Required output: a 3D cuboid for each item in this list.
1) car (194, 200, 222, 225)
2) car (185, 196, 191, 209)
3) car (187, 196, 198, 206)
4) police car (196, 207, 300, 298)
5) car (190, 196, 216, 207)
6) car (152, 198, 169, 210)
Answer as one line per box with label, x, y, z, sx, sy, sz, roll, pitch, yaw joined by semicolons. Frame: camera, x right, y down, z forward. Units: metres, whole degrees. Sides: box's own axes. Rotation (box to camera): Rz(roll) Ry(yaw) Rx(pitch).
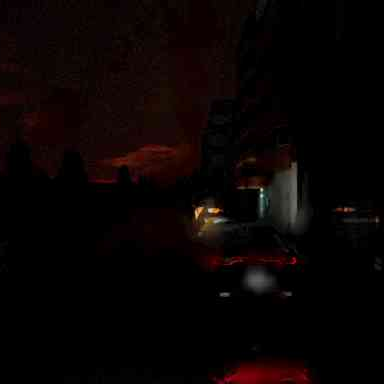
car;1.211;1.452;18.731;1.801;1.575;5.366;0;0;0
car;0.051;1.482;44.485;2.128;1.511;4.902;0;0;1
car;0.033;1.493;56.666;1.837;1.490;4.892;0;0;0
police car;1.193;1.418;8.652;1.930;1.638;5.238;0;0;0
car;1.161;1.295;24.511;2.097;1.767;4.553;-3;0;0
car;-3.975;1.538;42.744;2.033;1.411;5.357;0;0;0
